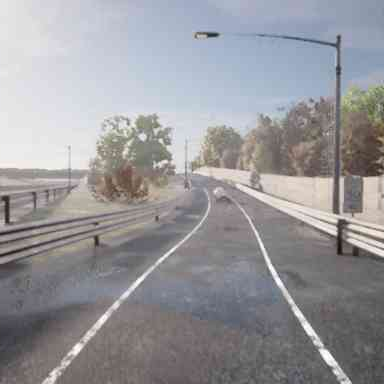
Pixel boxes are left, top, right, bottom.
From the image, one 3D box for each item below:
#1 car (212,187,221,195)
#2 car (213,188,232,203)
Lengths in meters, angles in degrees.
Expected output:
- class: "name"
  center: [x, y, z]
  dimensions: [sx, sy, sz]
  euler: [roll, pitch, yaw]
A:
- class: "car"
  center: [4.447, -0.031, 54.544]
  dimensions: [1.812, 1.442, 4.674]
  euler: [1, 5, 0]
- class: "car"
  center: [4.111, 0.656, 44.449]
  dimensions: [1.812, 1.442, 4.674]
  euler: [1, 3, 2]
